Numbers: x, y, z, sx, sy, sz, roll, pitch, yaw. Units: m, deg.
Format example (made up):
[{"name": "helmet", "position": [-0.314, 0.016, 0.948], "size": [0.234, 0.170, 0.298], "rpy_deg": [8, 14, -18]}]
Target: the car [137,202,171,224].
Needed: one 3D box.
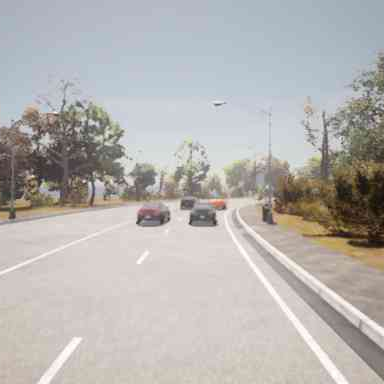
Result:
[{"name": "car", "position": [-2.661, 1.426, 23.649], "size": [1.812, 1.442, 4.674], "rpy_deg": [0, 0, 4]}]

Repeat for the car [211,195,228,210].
[{"name": "car", "position": [3.259, 1.187, 41.182], "size": [2.097, 1.767, 4.553], "rpy_deg": [0, 0, 11]}]

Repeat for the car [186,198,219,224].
[{"name": "car", "position": [0.834, 1.429, 23.563], "size": [1.812, 1.442, 4.674], "rpy_deg": [0, 0, 4]}]

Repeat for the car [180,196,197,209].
[{"name": "car", "position": [-0.127, 1.304, 42.199], "size": [1.882, 1.535, 5.008], "rpy_deg": [0, 0, 12]}]
